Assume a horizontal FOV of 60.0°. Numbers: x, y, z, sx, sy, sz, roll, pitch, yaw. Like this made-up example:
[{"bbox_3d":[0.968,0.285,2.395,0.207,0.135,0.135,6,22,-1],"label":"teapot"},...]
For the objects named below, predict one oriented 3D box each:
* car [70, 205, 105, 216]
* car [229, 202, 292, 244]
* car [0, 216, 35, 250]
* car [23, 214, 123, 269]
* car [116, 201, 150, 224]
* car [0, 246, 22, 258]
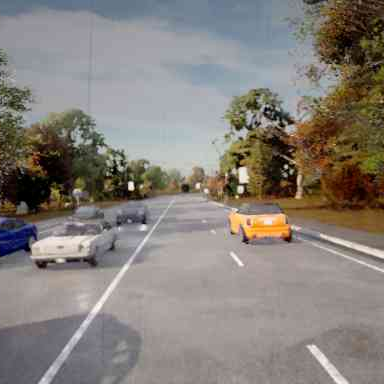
[{"bbox_3d":[-7.951,1.771,25.470,1.812,1.442,4.674,-2,0,-2],"label":"car"},{"bbox_3d":[3.001,1.247,15.571,2.097,1.767,4.553,-2,0,-2],"label":"car"},{"bbox_3d":[-7.468,1.713,12.243,1.882,1.535,5.008,-2,0,-2],"label":"car"},{"bbox_3d":[-3.954,1.723,12.015,1.895,1.301,4.718,-2,0,-2],"label":"car"},{"bbox_3d":[-4.460,1.487,25.603,2.097,1.767,4.553,-2,0,-2],"label":"car"},{"bbox_3d":[-3.610,1.641,2.916,1.812,1.442,4.674,-2,0,-1],"label":"car"}]
